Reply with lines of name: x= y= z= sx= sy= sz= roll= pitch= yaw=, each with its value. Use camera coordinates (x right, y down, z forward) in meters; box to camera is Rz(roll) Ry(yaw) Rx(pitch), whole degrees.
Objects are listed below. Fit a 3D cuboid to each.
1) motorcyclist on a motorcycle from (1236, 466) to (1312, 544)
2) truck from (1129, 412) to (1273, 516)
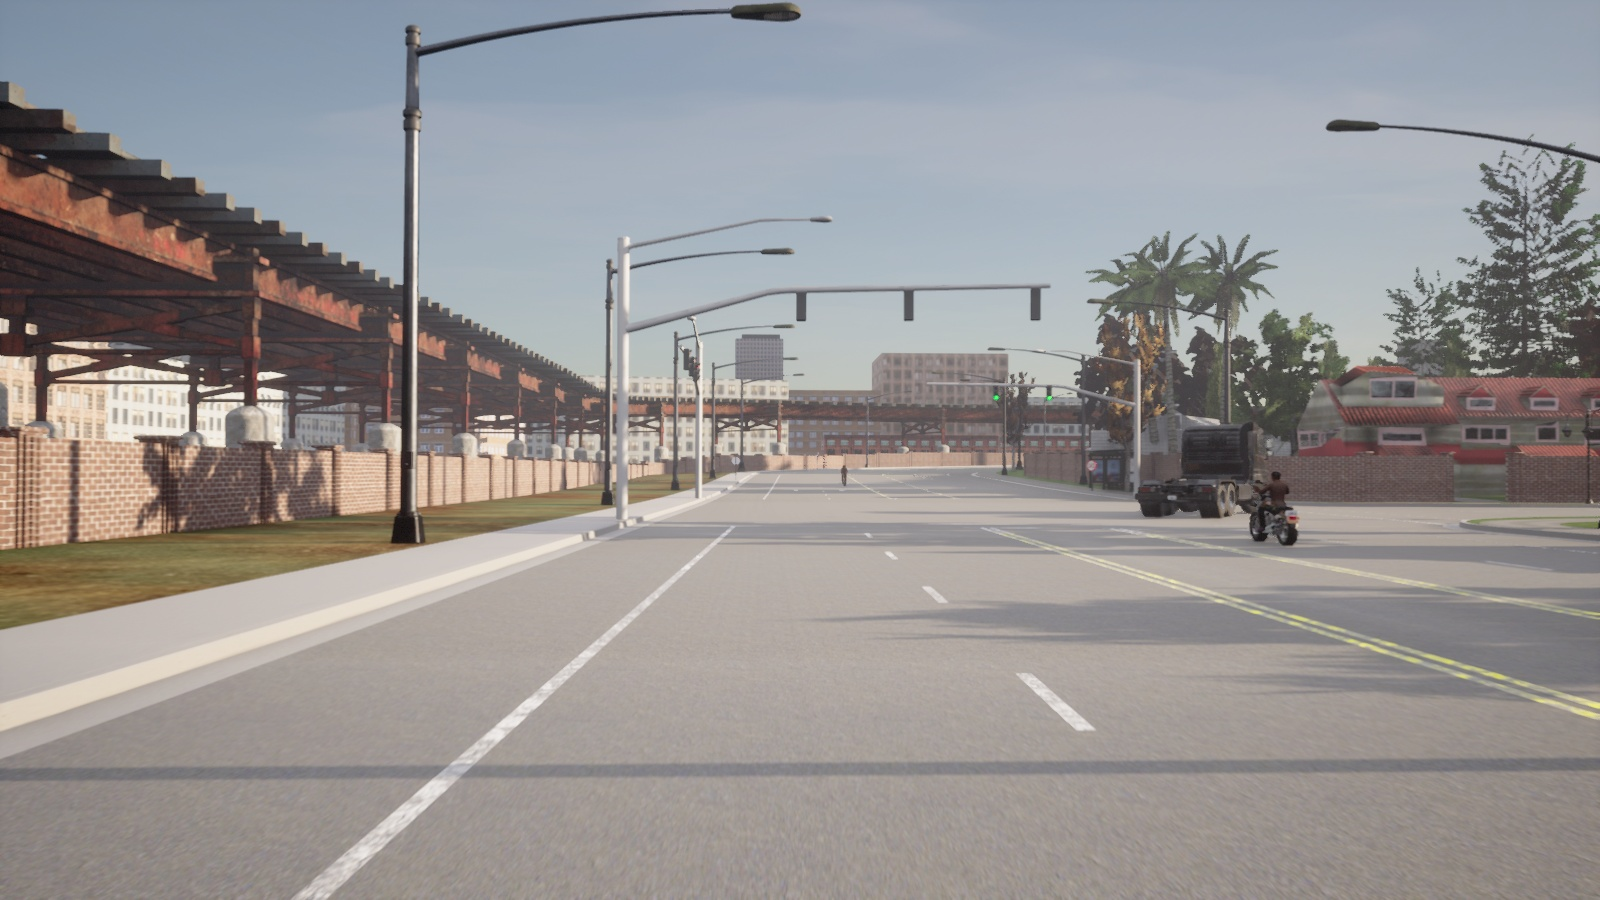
motorcyclist on a motorcycle: x=10.433 y=1.188 z=27.729 sx=0.766 sy=1.649 sz=2.350 roll=0 pitch=-1 yaw=0
truck: x=14.882 y=0.536 z=46.146 sx=2.891 sy=3.462 sz=7.936 roll=-1 pitch=-1 yaw=34
